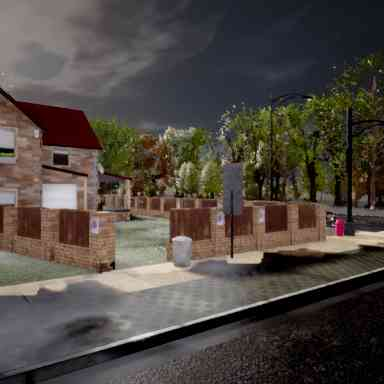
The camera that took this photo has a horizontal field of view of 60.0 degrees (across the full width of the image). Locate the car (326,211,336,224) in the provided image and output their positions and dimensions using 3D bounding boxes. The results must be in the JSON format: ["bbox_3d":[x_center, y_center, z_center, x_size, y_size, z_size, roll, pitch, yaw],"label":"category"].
[{"bbox_3d":[7.684,1.469,23.349,1.812,1.442,4.674,0,0,-36],"label":"car"}]
